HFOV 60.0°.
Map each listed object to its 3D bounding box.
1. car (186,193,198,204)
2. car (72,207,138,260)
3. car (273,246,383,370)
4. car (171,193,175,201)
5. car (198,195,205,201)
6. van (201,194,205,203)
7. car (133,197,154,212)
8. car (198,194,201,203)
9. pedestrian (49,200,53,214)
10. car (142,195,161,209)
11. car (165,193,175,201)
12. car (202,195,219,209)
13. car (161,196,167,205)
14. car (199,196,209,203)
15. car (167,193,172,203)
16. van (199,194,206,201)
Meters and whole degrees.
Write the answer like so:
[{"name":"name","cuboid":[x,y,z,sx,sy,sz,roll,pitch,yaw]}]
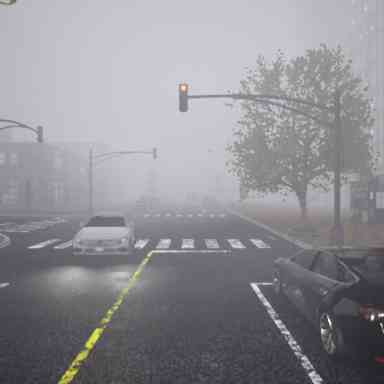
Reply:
[{"name":"car","cuboid":[-0.008,1.208,62.078,2.150,2.045,5.566,0,-1,1]},{"name":"car","cuboid":[-3.173,1.524,12.724,1.812,1.442,4.674,1,0,-7]},{"name":"car","cuboid":[2.686,1.565,5.725,1.947,1.339,4.313,0,0,0]},{"name":"car","cuboid":[-5.822,1.544,82.595,2.008,1.369,4.403,0,0,0]},{"name":"car","cuboid":[2.549,1.519,88.332,1.752,1.417,4.829,0,0,0]},{"name":"van","cuboid":[2.614,1.336,49.305,1.690,1.788,3.998,0,0,0]},{"name":"car","cuboid":[-5.749,1.578,38.186,1.802,1.307,4.206,0,0,0]},{"name":"car","cuboid":[2.594,1.545,60.407,2.008,1.369,4.403,0,0,0]},{"name":"pedestrian","cuboid":[-12.798,1.314,30.178,0.375,1.300,0.375,0,-1,-1]},{"name":"car","cuboid":[-5.757,1.310,43.737,2.192,1.841,5.009,0,0,0]},{"name":"car","cuboid":[-5.831,1.309,88.146,2.192,1.841,5.009,0,0,0]},{"name":"car","cuboid":[2.622,1.521,43.924,1.752,1.417,4.829,0,0,0]},{"name":"car","cuboid":[-5.776,1.546,54.840,2.008,1.369,4.403,0,0,0]},{"name":"car","cuboid":[2.577,1.560,71.509,1.947,1.339,4.313,0,0,0]},{"name":"car","cuboid":[-5.804,1.519,71.323,1.752,1.417,4.829,0,0,0]},{"name":"van","cuboid":[2.560,1.335,82.611,1.690,1.788,3.998,0,0,0]}]
